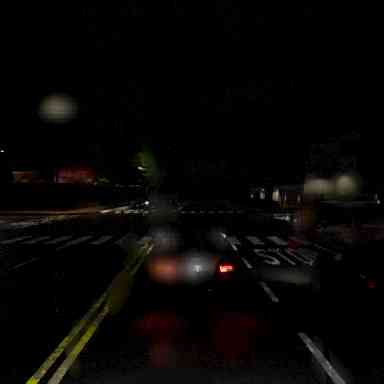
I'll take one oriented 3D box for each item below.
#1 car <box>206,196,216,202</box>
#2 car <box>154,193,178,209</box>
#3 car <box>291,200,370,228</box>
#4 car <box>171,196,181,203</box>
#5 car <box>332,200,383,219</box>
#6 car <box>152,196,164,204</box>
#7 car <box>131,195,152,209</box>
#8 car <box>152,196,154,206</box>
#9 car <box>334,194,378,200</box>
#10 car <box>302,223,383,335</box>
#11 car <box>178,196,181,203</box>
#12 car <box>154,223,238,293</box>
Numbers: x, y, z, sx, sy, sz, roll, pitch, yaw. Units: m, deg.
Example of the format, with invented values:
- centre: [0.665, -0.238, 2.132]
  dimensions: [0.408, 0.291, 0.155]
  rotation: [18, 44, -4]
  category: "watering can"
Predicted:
- centre: [4.547, 1.552, 79.003]
  dimensions: [1.994, 1.385, 4.181]
  rotation: [0, 0, 11]
  category: "car"
- centre: [-3.514, 1.221, 46.150]
  dimensions: [2.150, 2.045, 5.566]
  rotation: [0, 0, 1]
  category: "car"
- centre: [8.480, 1.507, 20.903]
  dimensions: [4.892, 1.490, 1.837]
  rotation: [0, -4, -25]
  category: "car"
- centre: [-3.263, 1.506, 68.537]
  dimensions: [1.837, 1.490, 4.892]
  rotation: [0, 0, 1]
  category: "car"
- centre: [14.608, 1.601, 28.301]
  dimensions: [4.718, 1.301, 1.895]
  rotation: [0, 0, 0]
  category: "car"
- centre: [-6.789, 1.564, 67.333]
  dimensions: [1.994, 1.385, 4.181]
  rotation: [0, 0, 1]
  category: "car"
- centre: [-7.017, 1.505, 45.224]
  dimensions: [1.837, 1.490, 4.892]
  rotation: [0, 0, 1]
  category: "car"
- centre: [-6.949, 1.352, 54.191]
  dimensions: [2.097, 1.767, 4.553]
  rotation: [0, 0, 1]
  category: "car"
- centre: [15.020, 1.221, 31.820]
  dimensions: [5.566, 2.045, 2.150]
  rotation: [0, 0, 1]
  category: "car"
- centre: [3.587, 1.526, 5.589]
  dimensions: [1.812, 1.442, 4.674]
  rotation: [0, 0, 0]
  category: "car"
- centre: [-3.428, 1.601, 55.932]
  dimensions: [1.895, 1.301, 4.718]
  rotation: [0, 0, 1]
  category: "car"
- centre: [0.025, 1.547, 8.993]
  dimensions: [2.033, 1.411, 5.357]
  rotation: [0, 0, -1]
  category: "car"
